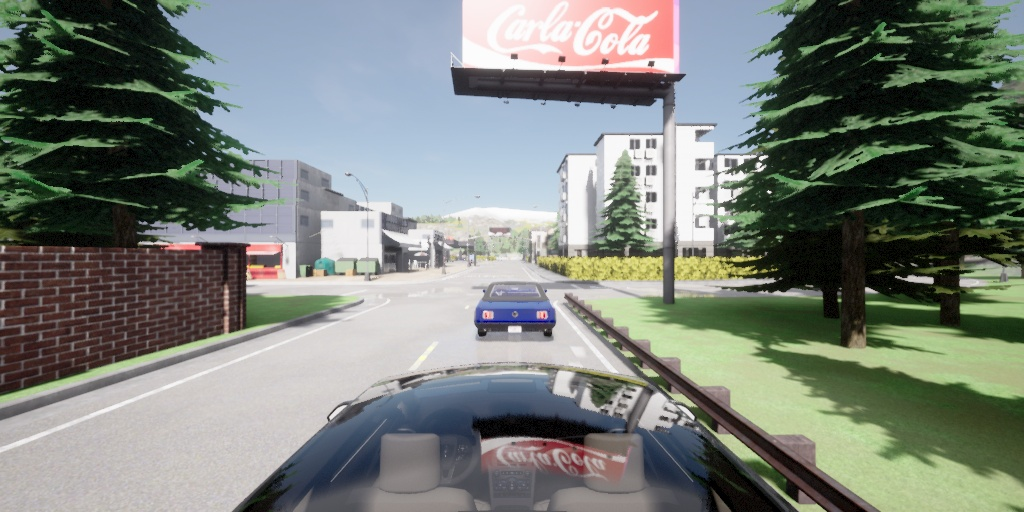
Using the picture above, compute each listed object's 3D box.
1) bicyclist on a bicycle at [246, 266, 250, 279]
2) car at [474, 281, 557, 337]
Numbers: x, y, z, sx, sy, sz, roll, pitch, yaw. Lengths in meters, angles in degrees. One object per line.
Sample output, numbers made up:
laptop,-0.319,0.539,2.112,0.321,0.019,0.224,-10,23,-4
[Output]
bicyclist on a bicycle,-21.802,1.214,28.932,0.582,1.620,1.656,0,0,1
car,0.082,1.347,10.235,1.895,1.301,4.718,0,0,0
